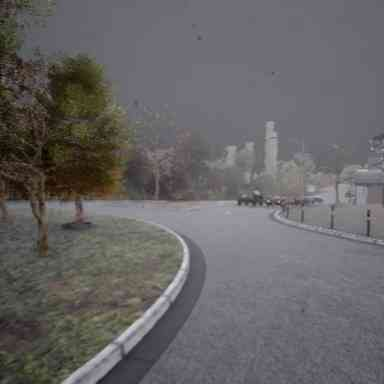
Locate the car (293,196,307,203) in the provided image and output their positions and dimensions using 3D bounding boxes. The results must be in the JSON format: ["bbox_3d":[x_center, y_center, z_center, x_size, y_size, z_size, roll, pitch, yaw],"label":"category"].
[{"bbox_3d":[22.556,1.516,69.279,1.895,1.301,4.718,2,0,29],"label":"car"}]

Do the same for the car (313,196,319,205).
[{"bbox_3d":[20.942,1.498,59.780,1.837,1.490,4.892,2,0,29],"label":"car"}]

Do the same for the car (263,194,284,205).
[{"bbox_3d":[12.811,1.193,51.873,1.837,1.490,4.892,2,0,30],"label":"car"}]

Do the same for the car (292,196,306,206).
[{"bbox_3d":[14.903,1.293,49.034,2.033,1.411,5.357,2,0,29],"label":"car"}]

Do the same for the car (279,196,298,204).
[{"bbox_3d":[17.651,1.435,60.554,2.033,1.411,5.357,2,0,29],"label":"car"}]

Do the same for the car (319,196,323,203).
[{"bbox_3d":[25.580,1.511,68.023,1.882,1.535,5.008,2,0,29],"label":"car"}]

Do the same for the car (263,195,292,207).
[{"bbox_3d":[10.328,1.154,40.018,1.895,1.301,4.718,2,0,26],"label":"car"}]

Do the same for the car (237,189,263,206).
[{"bbox_3d":[7.294,0.685,41.219,2.150,2.045,5.566,2,0,25],"label":"car"}]

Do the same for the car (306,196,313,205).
[{"bbox_3d":[17.611,1.404,53.856,2.033,1.411,5.357,2,0,29],"label":"car"}]
